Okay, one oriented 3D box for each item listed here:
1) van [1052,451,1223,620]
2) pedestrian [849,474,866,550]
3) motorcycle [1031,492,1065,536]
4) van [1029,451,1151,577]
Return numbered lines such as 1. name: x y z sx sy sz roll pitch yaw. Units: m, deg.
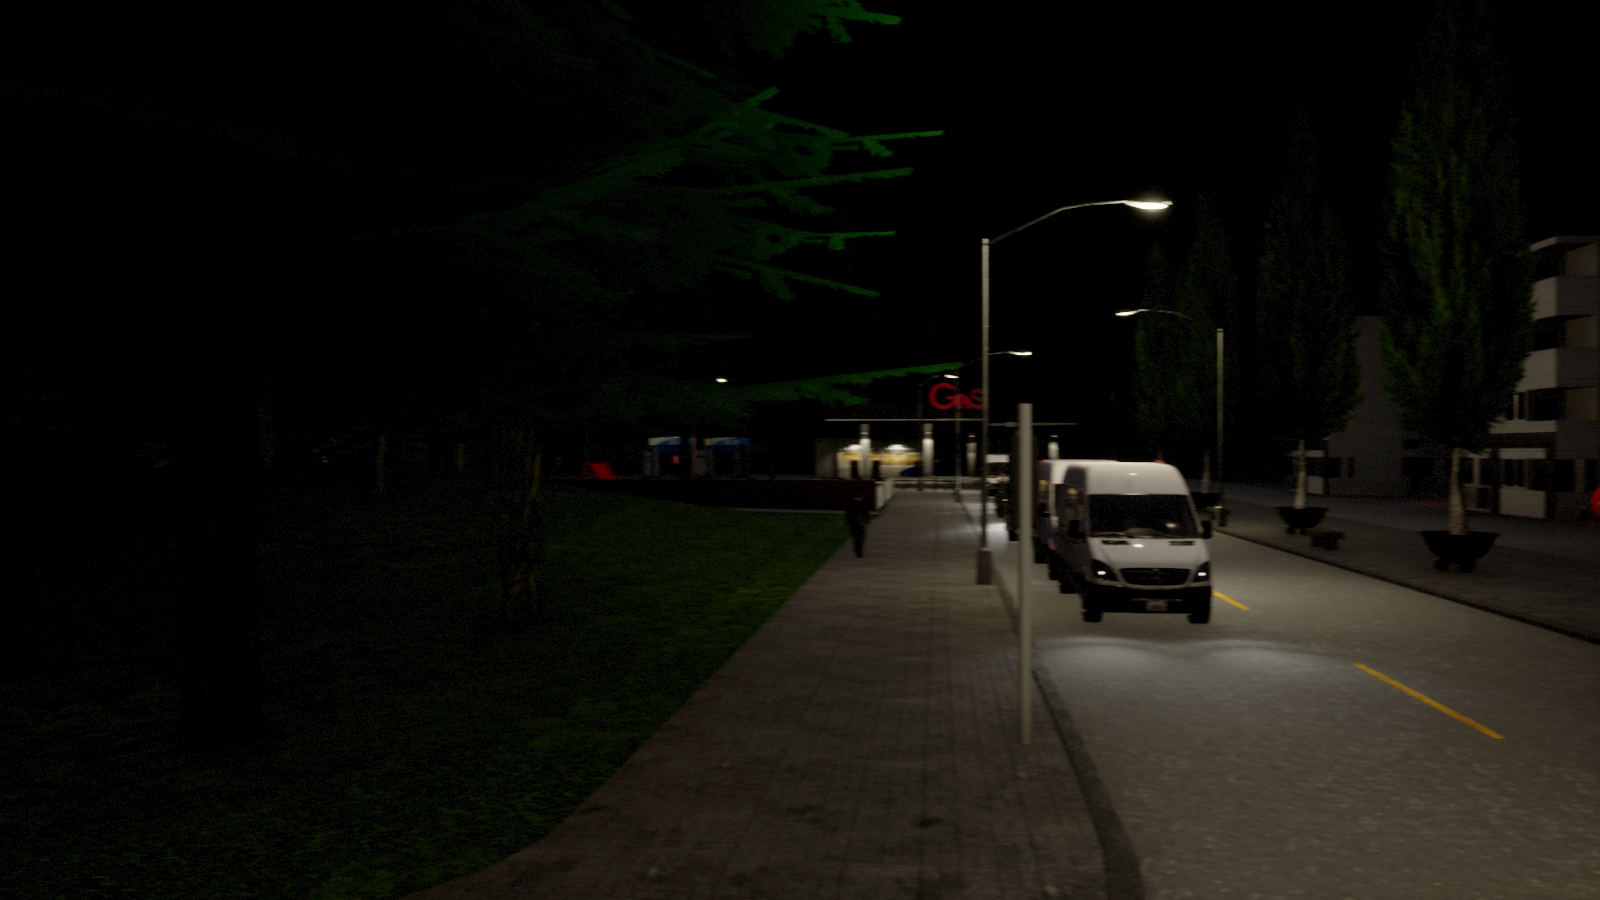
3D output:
1. van: 5.810 1.303 20.445 1.988 2.561 5.915 0 0 7
2. pedestrian: 1.411 1.511 28.001 0.375 1.860 0.375 0 0 7
3. motorcycle: 7.623 1.943 35.120 0.856 1.236 1.805 0 0 7
4. van: 6.529 1.300 26.338 1.988 2.561 5.915 0 0 7
